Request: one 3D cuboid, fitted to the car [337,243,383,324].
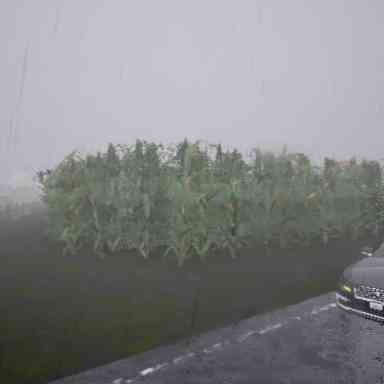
[{"bbox_3d":[4.802,1.516,6.554,4.892,1.490,1.837,0,-1,-36],"label":"car"}]
